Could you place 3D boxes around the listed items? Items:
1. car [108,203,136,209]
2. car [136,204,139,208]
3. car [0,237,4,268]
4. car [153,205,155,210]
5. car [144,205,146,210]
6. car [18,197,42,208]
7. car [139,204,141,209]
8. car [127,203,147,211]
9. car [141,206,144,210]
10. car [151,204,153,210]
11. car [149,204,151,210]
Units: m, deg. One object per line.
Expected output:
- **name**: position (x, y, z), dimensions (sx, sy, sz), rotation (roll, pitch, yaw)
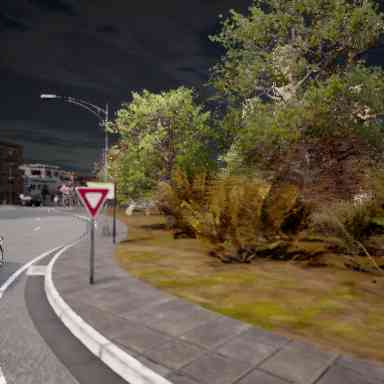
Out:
- **car**: position (-14.580, 2.917, 67.627), dimensions (4.892, 1.521, 2.231), rotation (1, -4, 2)
- **car**: position (-14.475, 3.101, 70.374), dimensions (5.008, 1.535, 2.097), rotation (1, -4, 2)
- **car**: position (-6.518, 1.712, 9.123), dimensions (1.837, 1.490, 4.892), rotation (0, -1, -22)
- **car**: position (-13.669, 4.502, 92.356), dimensions (4.792, 1.488, 2.163), rotation (1, -3, 2)
- **car**: position (-14.343, 3.635, 78.622), dimensions (5.366, 1.575, 1.946), rotation (1, -4, 2)
- **car**: position (-23.344, 1.458, 48.131), dimensions (1.882, 1.535, 5.008), rotation (1, -2, -6)
- **car**: position (-14.359, 3.284, 73.119), dimensions (4.892, 1.521, 2.231), rotation (1, -4, 2)
- **car**: position (-13.979, 3.860, 84.112), dimensions (4.553, 1.767, 2.185), rotation (1, -3, 2)
- **car**: position (-14.234, 3.495, 75.859), dimensions (4.792, 1.488, 2.163), rotation (1, -4, 2)
- **car**: position (-13.741, 4.352, 89.603), dimensions (4.674, 1.452, 2.002), rotation (1, -3, 2)
- **car**: position (-13.850, 4.189, 86.856), dimensions (4.674, 1.452, 2.002), rotation (1, -3, 2)
